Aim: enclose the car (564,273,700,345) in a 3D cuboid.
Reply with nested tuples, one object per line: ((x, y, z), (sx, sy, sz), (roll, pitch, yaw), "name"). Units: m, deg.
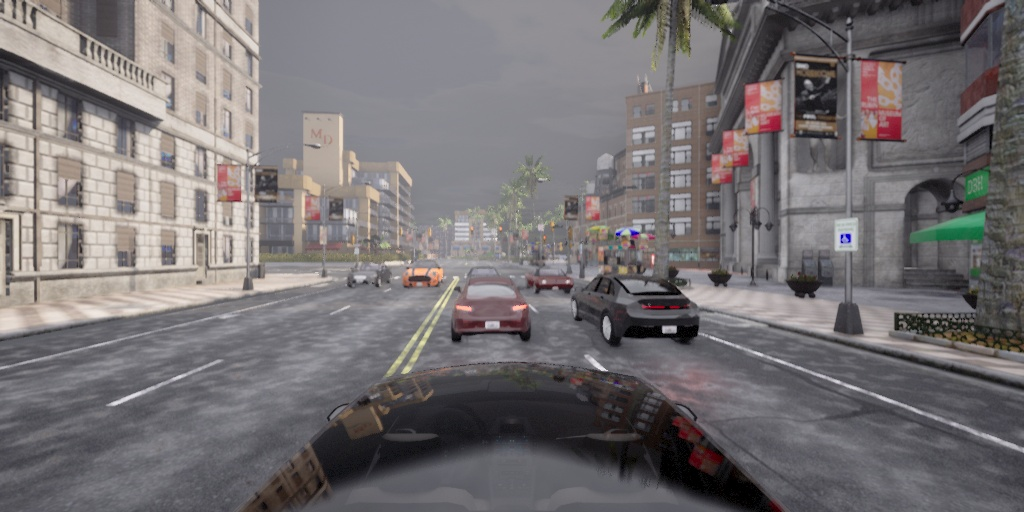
((2.915, 1.230, 9.500), (1.837, 1.490, 4.892), (0, 0, -5), "car")

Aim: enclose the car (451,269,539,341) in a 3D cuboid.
((-0.603, 1.252, 9.687), (1.812, 1.442, 4.674), (0, 0, -5), "car")

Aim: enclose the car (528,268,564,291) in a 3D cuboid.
((1.900, 1.297, 19.872), (1.895, 1.301, 4.718), (0, 0, -6), "car")

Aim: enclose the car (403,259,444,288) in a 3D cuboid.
((-5.578, 1.036, 22.947), (2.097, 1.767, 4.553), (0, 0, -6), "car")

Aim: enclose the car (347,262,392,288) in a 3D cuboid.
((-9.129, 1.180, 23.281), (2.128, 1.511, 4.902), (0, 0, -6), "car")

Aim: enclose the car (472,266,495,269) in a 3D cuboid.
((-1.526, 1.245, 19.113), (2.033, 1.411, 5.357), (0, 0, -6), "car")
